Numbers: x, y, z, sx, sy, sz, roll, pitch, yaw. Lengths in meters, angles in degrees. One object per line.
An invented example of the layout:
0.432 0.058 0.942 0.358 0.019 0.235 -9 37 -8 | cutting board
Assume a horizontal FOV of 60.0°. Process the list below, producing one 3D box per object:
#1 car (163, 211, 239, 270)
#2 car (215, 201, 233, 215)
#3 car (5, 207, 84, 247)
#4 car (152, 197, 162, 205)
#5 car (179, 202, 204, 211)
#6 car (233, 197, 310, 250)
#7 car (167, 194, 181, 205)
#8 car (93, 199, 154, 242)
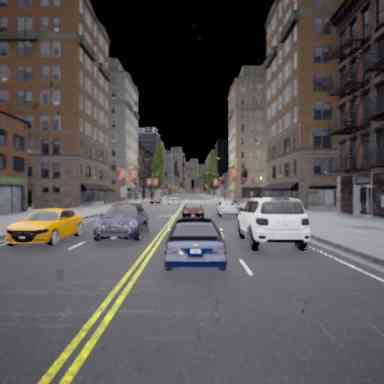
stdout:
0.094 1.566 10.997 2.033 1.411 5.357 0 0 0 | car
3.345 1.581 31.972 1.812 1.442 4.674 0 0 0 | car
-6.603 1.503 15.430 1.882 1.535 5.008 0 0 0 | car
-6.507 1.618 60.502 1.882 1.535 5.008 0 0 0 | car
0.095 1.651 29.389 1.895 1.301 4.718 0 0 0 | car
3.347 1.246 14.581 2.150 2.045 5.566 0 0 0 | car
-3.257 1.320 60.473 2.150 2.045 5.566 0 0 0 | car
-3.353 1.380 16.524 2.097 1.767 4.553 0 0 0 | car
